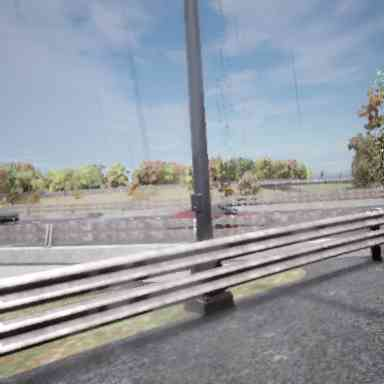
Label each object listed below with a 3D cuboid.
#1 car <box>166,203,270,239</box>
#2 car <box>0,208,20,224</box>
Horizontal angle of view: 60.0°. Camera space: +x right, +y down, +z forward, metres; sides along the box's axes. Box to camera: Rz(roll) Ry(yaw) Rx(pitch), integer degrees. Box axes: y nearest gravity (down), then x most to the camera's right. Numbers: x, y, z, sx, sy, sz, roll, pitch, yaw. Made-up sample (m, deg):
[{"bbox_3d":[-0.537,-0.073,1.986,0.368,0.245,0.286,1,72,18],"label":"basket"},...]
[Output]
[{"bbox_3d":[1.141,1.220,15.110,4.674,1.442,1.812,-3,1,10],"label":"car"},{"bbox_3d":[-16.295,1.959,26.894,5.008,1.535,1.882,-3,2,21],"label":"car"}]
